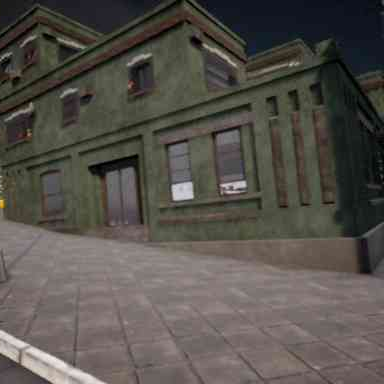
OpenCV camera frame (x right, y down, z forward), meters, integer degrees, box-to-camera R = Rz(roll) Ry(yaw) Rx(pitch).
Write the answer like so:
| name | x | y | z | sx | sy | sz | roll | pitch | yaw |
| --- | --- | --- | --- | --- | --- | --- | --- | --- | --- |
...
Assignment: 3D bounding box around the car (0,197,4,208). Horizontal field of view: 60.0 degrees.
| name | x | y | z | sx | sy | sz | roll | pitch | yaw |
| --- | --- | --- | --- | --- | --- | --- | --- | --- | --- |
| car | -19.911 | 1.152 | 33.292 | 1.882 | 1.535 | 5.008 | -7 | -1 | 17 |
